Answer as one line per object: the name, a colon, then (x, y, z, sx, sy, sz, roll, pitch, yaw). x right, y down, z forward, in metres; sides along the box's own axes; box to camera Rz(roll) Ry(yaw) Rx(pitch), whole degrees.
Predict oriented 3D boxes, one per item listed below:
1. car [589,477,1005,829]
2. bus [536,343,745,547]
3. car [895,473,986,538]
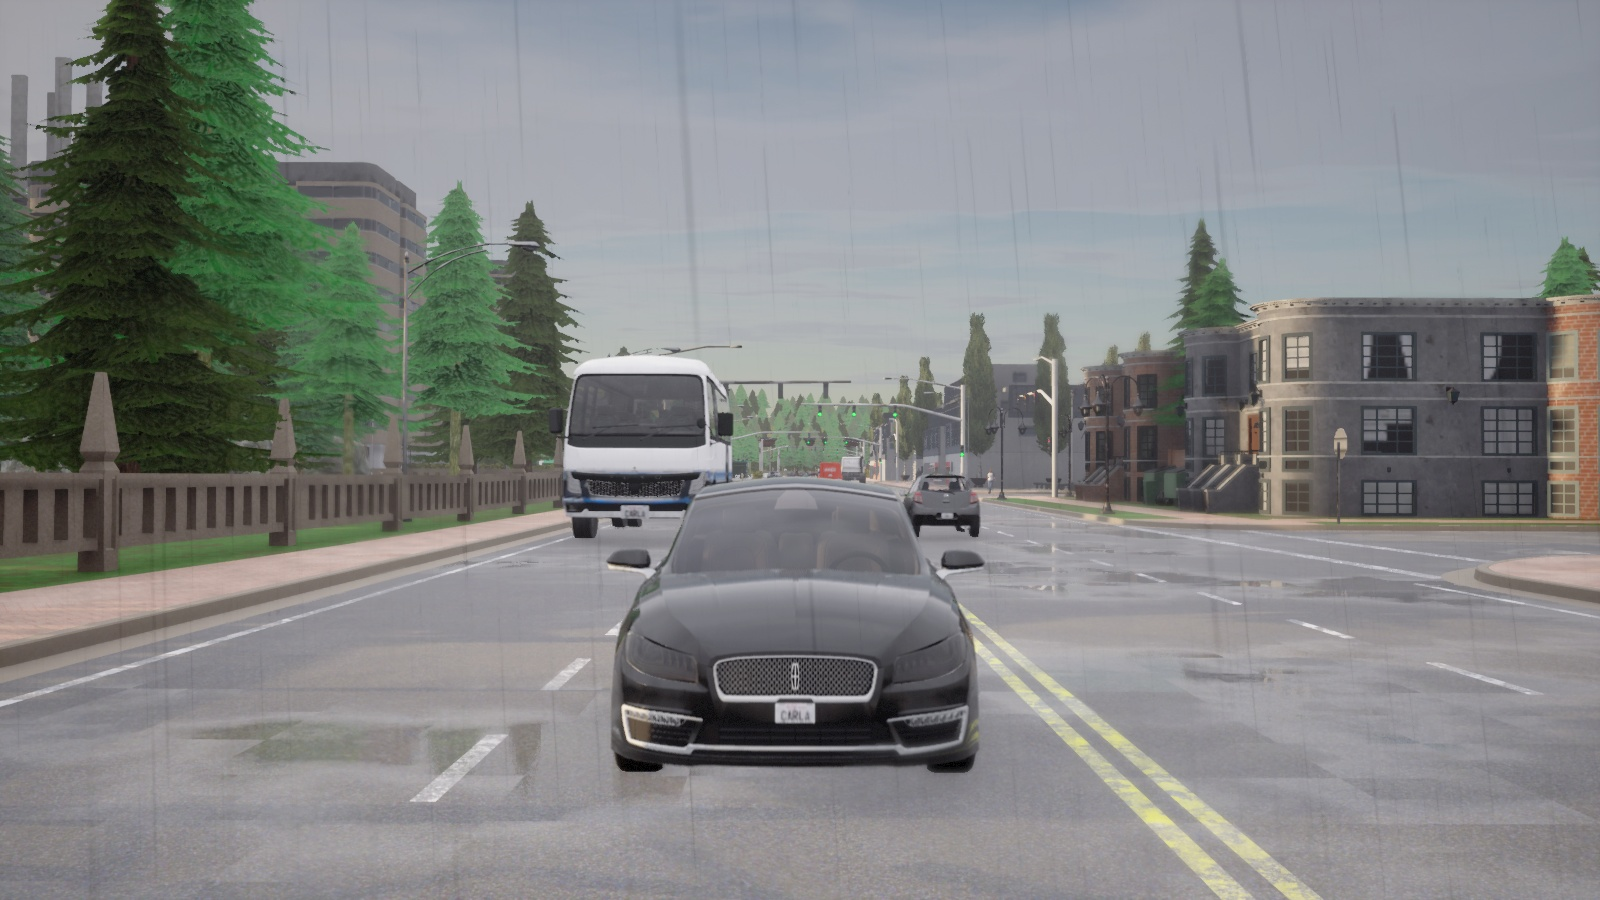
car: (-0.019, 0.952, 8.013, 1.837, 1.490, 4.892, 0, -1, 0)
bus: (-3.579, -0.020, 31.503, 3.944, 4.253, 10.273, 0, -1, 0)
car: (3.427, 1.337, 31.191, 1.845, 1.501, 3.633, 0, -1, 0)
